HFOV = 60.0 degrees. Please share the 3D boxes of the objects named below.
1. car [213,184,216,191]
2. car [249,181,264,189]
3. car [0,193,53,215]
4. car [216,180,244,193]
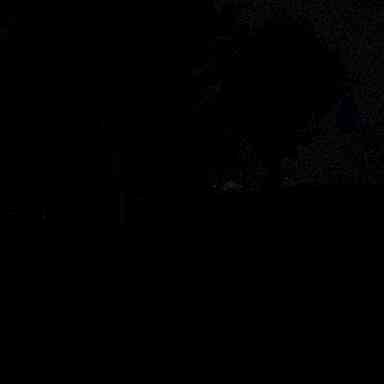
[{"bbox_3d":[5.180,-1.093,52.530,2.097,1.767,4.553,1,3,34],"label":"car"},{"bbox_3d":[11.491,-1.192,56.745,2.033,1.411,5.357,1,3,32],"label":"car"},{"bbox_3d":[-12.287,0.757,23.225,1.895,1.301,4.718,1,3,36],"label":"car"},{"bbox_3d":[5.862,-0.717,48.109,1.812,1.442,4.674,1,3,35],"label":"car"}]
